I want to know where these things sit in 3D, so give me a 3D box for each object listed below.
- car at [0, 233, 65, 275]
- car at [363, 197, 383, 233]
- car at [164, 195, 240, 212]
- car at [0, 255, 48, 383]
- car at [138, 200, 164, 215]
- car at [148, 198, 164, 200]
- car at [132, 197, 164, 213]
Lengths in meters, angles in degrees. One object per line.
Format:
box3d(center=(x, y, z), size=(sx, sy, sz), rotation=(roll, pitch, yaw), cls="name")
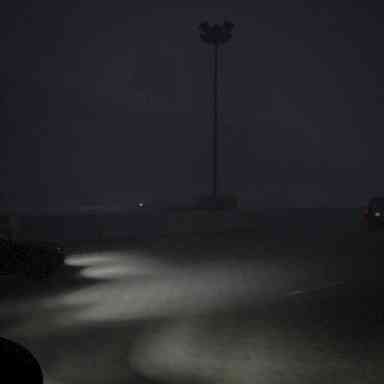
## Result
box3d(center=(-5.621, 1.492, 8.233), size=(4.674, 1.442, 1.812), rotation=(0, 0, -35), cls="car")
box3d(center=(12.299, 1.309, 18.972), size=(5.566, 2.045, 2.150), rotation=(0, 0, -27), cls="car")
box3d(center=(1.051, 1.240, 25.088), size=(5.566, 2.045, 2.150), rotation=(0, 0, -29), cls="car")
box3d(center=(-3.285, 1.456, 1.338), size=(5.008, 1.535, 1.882), rotation=(0, 0, -36), cls="car")
box3d(center=(-1.869, 1.565, 27.413), size=(4.181, 1.385, 1.994), rotation=(0, 0, -30), cls="car")
box3d(center=(-1.799, 1.568, 31.473), size=(4.181, 1.385, 1.994), rotation=(0, 0, -29), cls="car")
box3d(center=(-3.840, 1.344, 34.323), size=(4.553, 1.767, 2.097), rotation=(0, 0, -29), cls="car")
